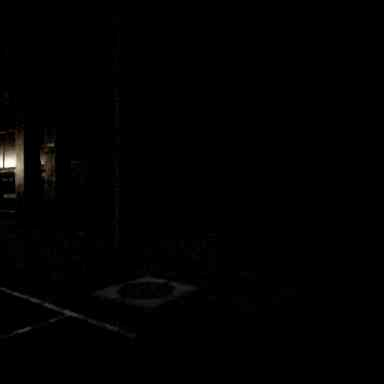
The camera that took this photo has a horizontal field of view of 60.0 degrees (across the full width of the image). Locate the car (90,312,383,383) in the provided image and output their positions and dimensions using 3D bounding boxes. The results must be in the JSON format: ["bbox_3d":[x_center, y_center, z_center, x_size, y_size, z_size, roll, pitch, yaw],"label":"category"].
[{"bbox_3d":[1.182,1.544,2.124,4.507,1.381,1.887,0,0,36],"label":"car"}]
